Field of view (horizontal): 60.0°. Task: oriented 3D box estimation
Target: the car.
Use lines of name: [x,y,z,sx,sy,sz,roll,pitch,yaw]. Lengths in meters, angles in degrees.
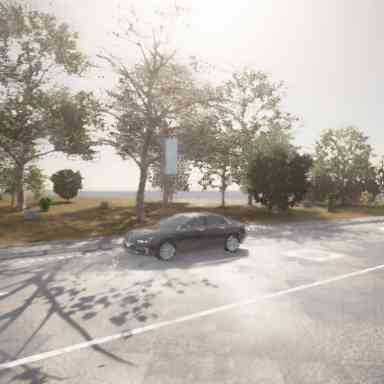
car: [-0.123,1.523,12.393,4.892,1.490,1.837,1,0,-35]
